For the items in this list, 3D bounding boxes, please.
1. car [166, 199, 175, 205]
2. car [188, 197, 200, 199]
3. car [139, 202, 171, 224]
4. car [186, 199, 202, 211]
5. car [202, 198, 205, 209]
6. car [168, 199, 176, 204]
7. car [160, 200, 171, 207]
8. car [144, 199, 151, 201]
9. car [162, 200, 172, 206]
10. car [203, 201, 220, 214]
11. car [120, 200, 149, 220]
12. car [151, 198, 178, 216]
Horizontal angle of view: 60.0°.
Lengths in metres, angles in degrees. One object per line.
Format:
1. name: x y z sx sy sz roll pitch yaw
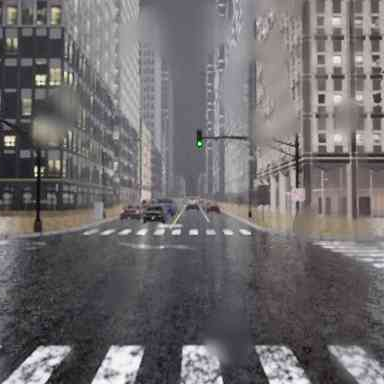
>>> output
1. car: -5.646 2.649 87.735 2.008 1.369 4.403 1 -1 0
2. car: 0.112 2.082 68.794 2.150 2.045 5.566 0 -1 0
3. car: -3.090 1.864 28.670 1.837 1.490 4.892 0 -1 0
4. car: 0.117 2.226 53.018 1.994 1.385 4.181 0 -1 0
5. car: 2.724 2.207 54.522 1.752 1.417 4.829 1 -1 0
6. car: -5.644 2.734 93.310 1.947 1.339 4.313 1 -1 0
7. car: -5.651 2.433 71.011 1.887 1.381 4.507 1 -1 0
8. car: -5.656 1.855 43.141 2.192 1.841 5.009 1 -1 0
9. car: -5.649 2.509 76.586 2.008 1.369 4.403 1 -1 0
10. car: 2.718 2.122 43.196 1.802 1.307 4.206 1 -1 0
11. car: -5.663 1.841 31.990 1.967 1.590 4.097 1 -1 0
12. car: -3.081 1.706 38.700 2.150 2.045 5.566 0 -1 0
